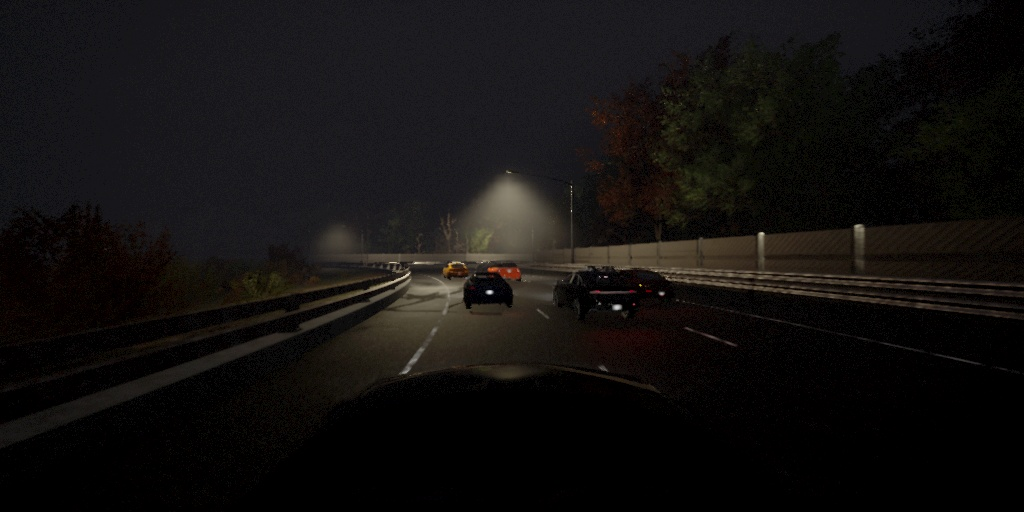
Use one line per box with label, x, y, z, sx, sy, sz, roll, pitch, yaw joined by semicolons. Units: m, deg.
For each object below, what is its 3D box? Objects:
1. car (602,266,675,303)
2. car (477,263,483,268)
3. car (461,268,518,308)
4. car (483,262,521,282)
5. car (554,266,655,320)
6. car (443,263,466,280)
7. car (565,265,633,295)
car;5.736;1.339;16.815;1.812;1.442;4.674;0;0;-8
car;-3.678;1.598;51.147;1.994;1.385;4.181;0;0;-18
car;-1.147;1.396;15.979;1.994;1.385;4.181;0;0;-8
car;-0.801;1.263;30.813;2.097;1.767;4.553;0;0;-16
car;2.800;1.292;12.849;2.128;1.511;4.902;0;0;-6
car;-5.377;1.422;33.961;1.882;1.535;5.008;0;0;-18
car;5.023;1.332;21.493;2.128;1.511;4.902;0;0;-10
